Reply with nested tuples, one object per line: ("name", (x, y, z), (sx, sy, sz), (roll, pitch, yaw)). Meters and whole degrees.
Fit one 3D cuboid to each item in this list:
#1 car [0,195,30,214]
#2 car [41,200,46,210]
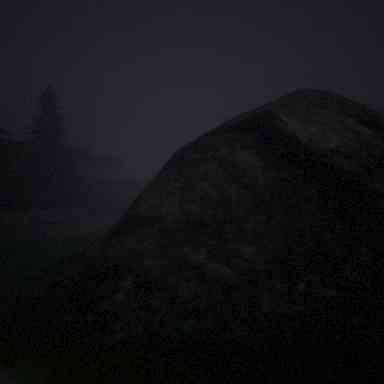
("car", (-18.112, 1.544, 31.944), (1.905, 1.878, 3.866), (0, 0, 38))
("car", (-19.904, 1.723, 38.847), (2.242, 1.667, 4.611), (0, 0, 38))
